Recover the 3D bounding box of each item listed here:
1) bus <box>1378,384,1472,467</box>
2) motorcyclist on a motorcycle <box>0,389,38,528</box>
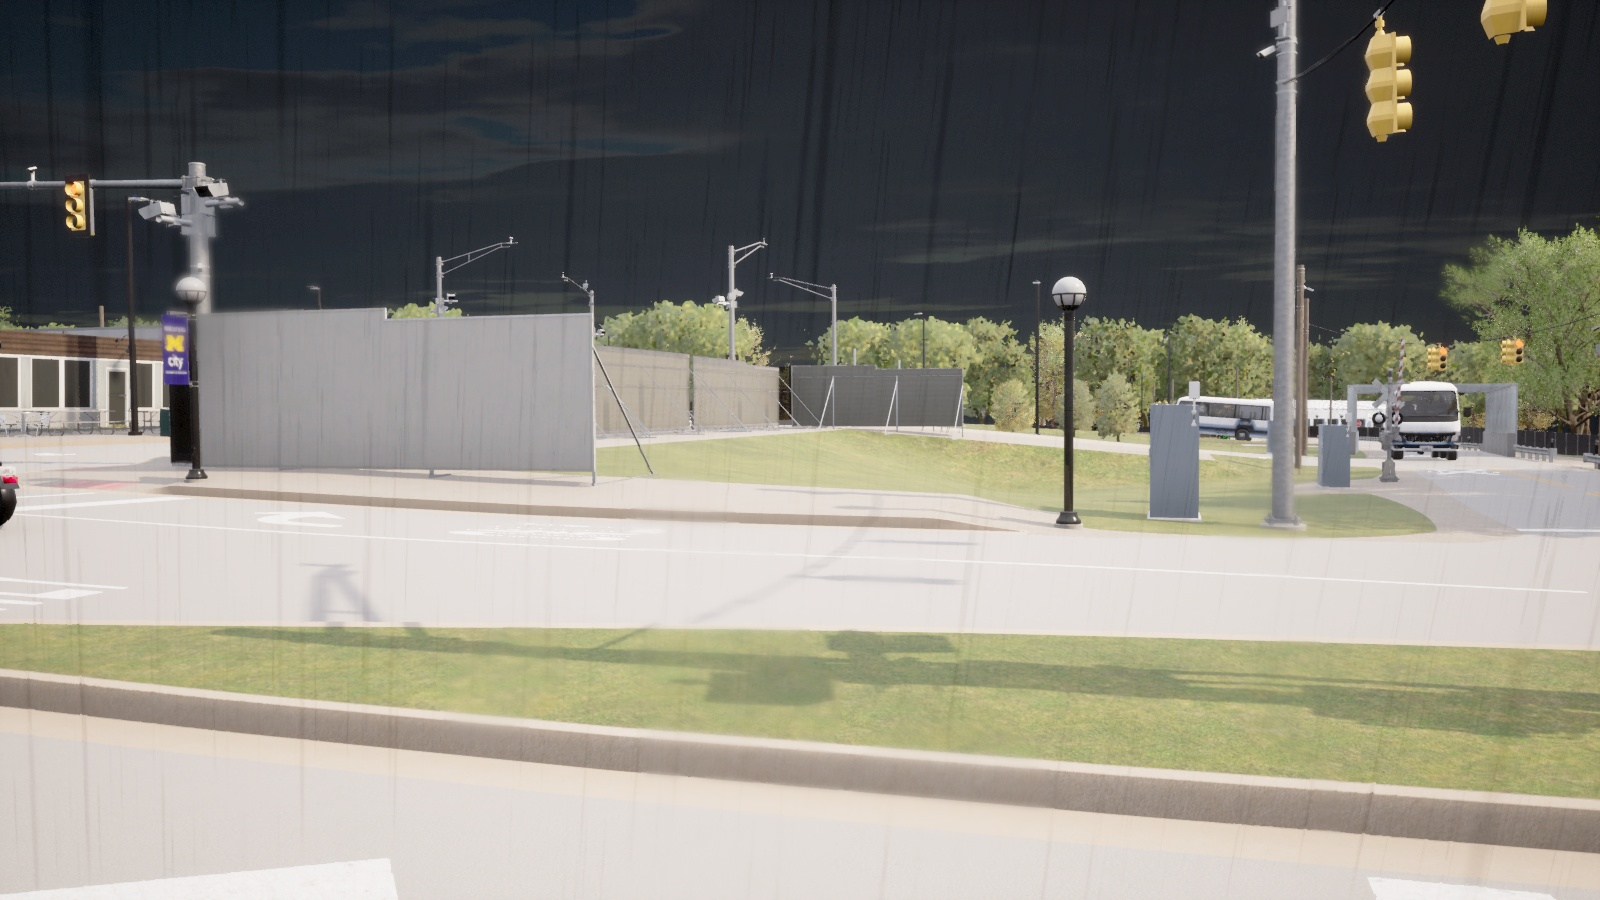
[{"bbox_3d":[34.406,-1.349,69.521,3.944,4.253,10.273,1,1,23],"label":"bus"},{"bbox_3d":[-10.608,0.053,15.368,2.350,1.649,0.766,2,2,15],"label":"motorcyclist on a motorcycle"}]
